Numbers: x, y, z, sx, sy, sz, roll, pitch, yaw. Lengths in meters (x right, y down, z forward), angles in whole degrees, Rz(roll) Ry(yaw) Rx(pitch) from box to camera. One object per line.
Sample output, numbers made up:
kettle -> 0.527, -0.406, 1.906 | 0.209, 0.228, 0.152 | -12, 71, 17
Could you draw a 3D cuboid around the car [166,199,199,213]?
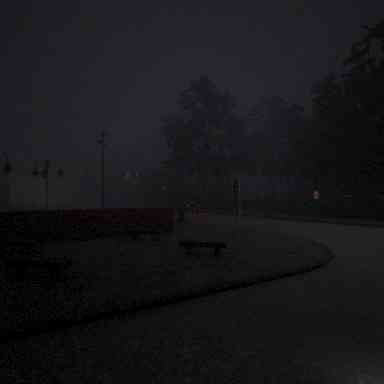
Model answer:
car -> -1.109, 1.526, 35.724 | 1.812, 1.442, 4.674 | 0, 0, -35
